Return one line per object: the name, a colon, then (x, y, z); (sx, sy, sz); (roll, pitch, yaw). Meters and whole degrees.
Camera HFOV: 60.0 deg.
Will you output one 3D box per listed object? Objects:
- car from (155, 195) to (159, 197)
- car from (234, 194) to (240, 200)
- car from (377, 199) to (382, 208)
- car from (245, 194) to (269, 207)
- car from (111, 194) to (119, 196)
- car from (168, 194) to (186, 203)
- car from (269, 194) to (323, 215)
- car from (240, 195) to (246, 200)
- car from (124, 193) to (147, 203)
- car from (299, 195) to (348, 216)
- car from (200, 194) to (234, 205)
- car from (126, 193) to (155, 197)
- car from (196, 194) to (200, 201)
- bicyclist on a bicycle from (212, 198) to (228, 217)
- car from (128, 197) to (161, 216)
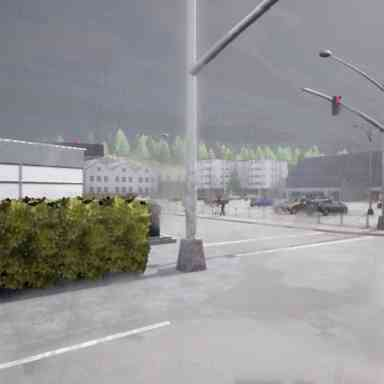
car: (-11.327, 1.282, 90.768); (5.008, 1.535, 1.882); (0, 0, -35)
car: (9.691, 1.227, 77.884); (3.806, 1.475, 1.970); (0, 0, -35)
car: (25.679, 1.380, 43.044); (3.806, 1.475, 1.970); (0, 0, -35)
car: (9.802, 1.316, 46.591); (3.633, 1.501, 1.845); (0, 0, -35)
car: (-19.743, 1.330, 84.931); (4.902, 1.511, 2.128); (0, 0, -35)
car: (-2.425, 1.094, 65.434); (4.605, 1.855, 1.932); (0, 0, -35)
car: (10.286, 1.328, 32.485); (5.027, 1.636, 2.152); (0, 0, -35)
car: (13.628, 1.148, 72.806); (5.027, 1.636, 2.152); (0, 0, -35)
car: (-10.758, 1.074, 63.628); (3.866, 1.878, 1.905); (0, 0, -35)
car: (12.124, 1.337, 29.942); (4.514, 1.523, 2.007); (0, 0, -35)
car: (4.119, 1.294, 54.811); (4.514, 1.523, 2.007); (0, 0, -35)
car: (-9.357, 1.358, 60.551); (3.806, 1.475, 1.970); (0, 0, -35)
car: (1.814, 1.293, 76.855); (4.514, 1.523, 2.007); (0, 0, -35)
bicyclist on a bicycle: (2.365, 1.299, 28.018); (1.656, 1.620, 0.582); (0, 0, -35)
car: (-4.665, 1.503, 31.524); (1.837, 1.490, 4.892); (0, 0, -34)
